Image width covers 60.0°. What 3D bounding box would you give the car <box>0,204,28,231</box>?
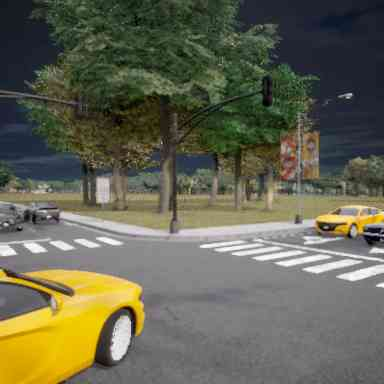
[{"bbox_3d":[-11.213,1.481,19.541,1.837,1.490,4.892,0,0,-35],"label":"car"}]

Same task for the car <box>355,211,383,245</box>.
[{"bbox_3d":[9.323,1.601,14.327,4.718,1.301,1.895,0,0,-35],"label":"car"}]

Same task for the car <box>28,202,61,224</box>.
[{"bbox_3d":[-11.059,1.466,24.406,2.128,1.511,4.902,0,0,-35],"label":"car"}]

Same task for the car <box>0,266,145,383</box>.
[{"bbox_3d":[-2.577,1.477,3.441,1.882,1.535,5.008,1,1,33],"label":"car"}]

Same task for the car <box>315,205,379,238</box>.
[{"bbox_3d":[8.620,1.478,17.804,5.008,1.535,1.882,0,0,-35],"label":"car"}]
